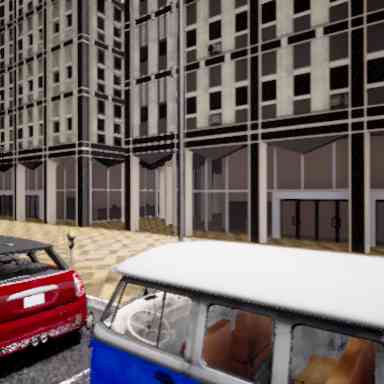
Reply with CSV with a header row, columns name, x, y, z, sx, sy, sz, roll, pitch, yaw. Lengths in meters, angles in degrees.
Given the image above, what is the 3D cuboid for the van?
name,x,y,z,sx,sy,sz,roll,pitch,yaw
van,1.002,1.341,2.163,3.998,1.788,1.690,0,0,36

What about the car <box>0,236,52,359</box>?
name,x,y,z,sx,sy,sz,roll,pitch,yaw
car,-3.631,1.437,5.469,4.097,1.590,1.967,0,0,36
